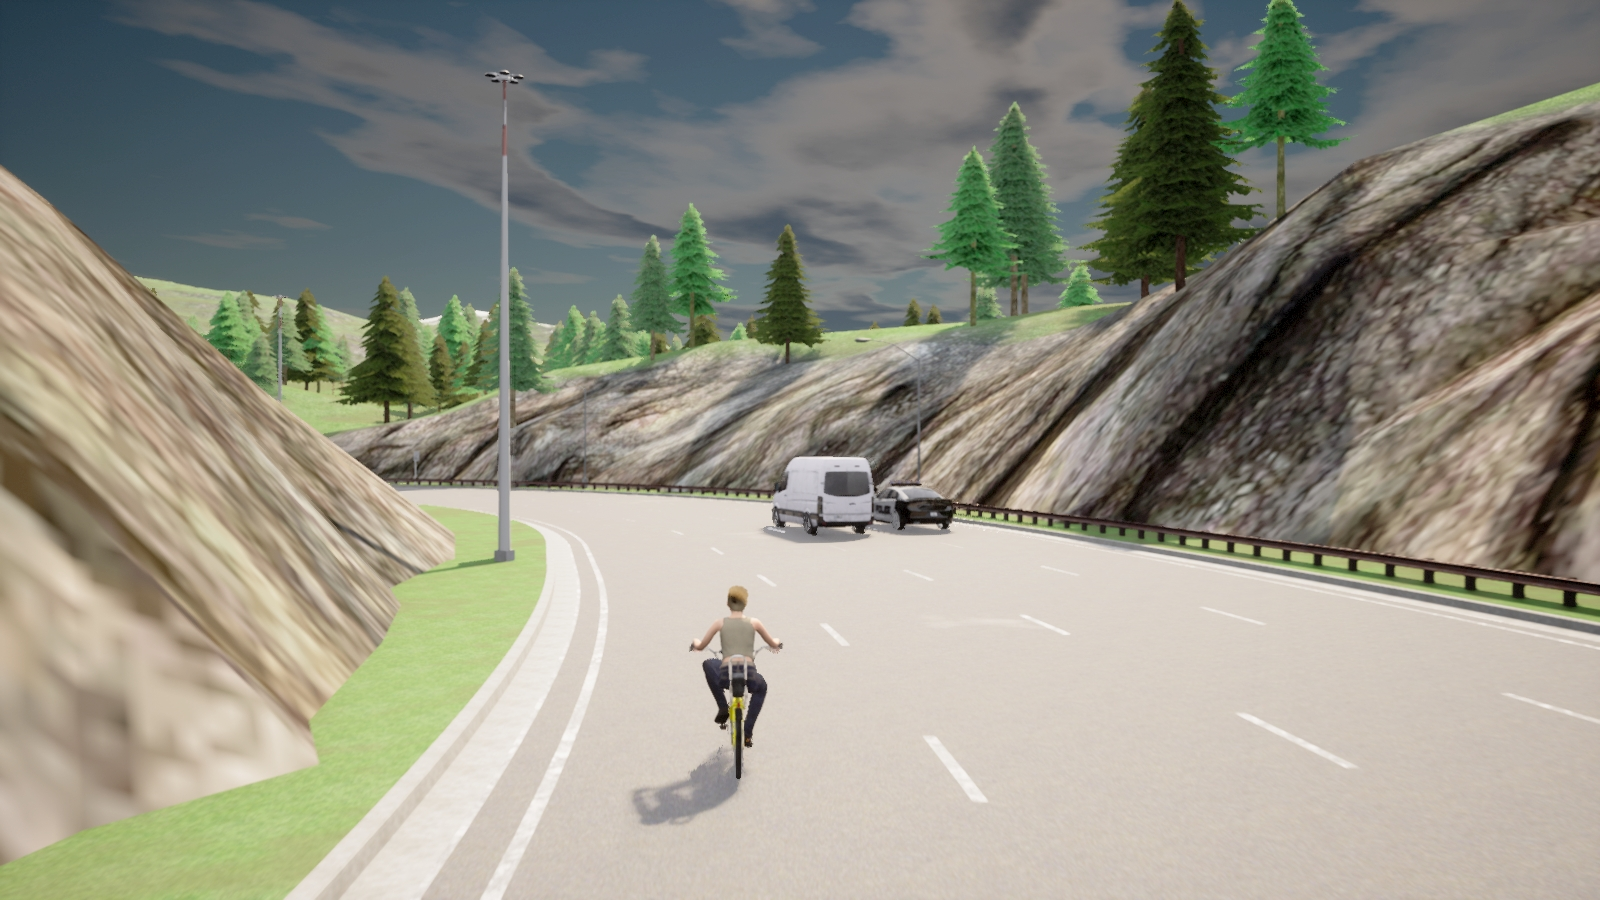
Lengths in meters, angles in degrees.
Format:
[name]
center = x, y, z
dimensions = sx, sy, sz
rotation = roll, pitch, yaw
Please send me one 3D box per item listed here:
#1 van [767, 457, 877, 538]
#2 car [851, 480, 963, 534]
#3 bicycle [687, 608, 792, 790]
[van]
center = 0.644, 1.534, 39.675
dimensions = 1.988, 2.561, 5.915
rotation = 0, 0, -18
[car]
center = 3.736, 1.982, 41.060
dimensions = 2.097, 1.638, 5.238
rotation = 0, 0, -18
[bicycle]
center = -0.559, 2.158, 10.172
dimensions = 0.859, 1.276, 1.487
rotation = 0, 0, -5
